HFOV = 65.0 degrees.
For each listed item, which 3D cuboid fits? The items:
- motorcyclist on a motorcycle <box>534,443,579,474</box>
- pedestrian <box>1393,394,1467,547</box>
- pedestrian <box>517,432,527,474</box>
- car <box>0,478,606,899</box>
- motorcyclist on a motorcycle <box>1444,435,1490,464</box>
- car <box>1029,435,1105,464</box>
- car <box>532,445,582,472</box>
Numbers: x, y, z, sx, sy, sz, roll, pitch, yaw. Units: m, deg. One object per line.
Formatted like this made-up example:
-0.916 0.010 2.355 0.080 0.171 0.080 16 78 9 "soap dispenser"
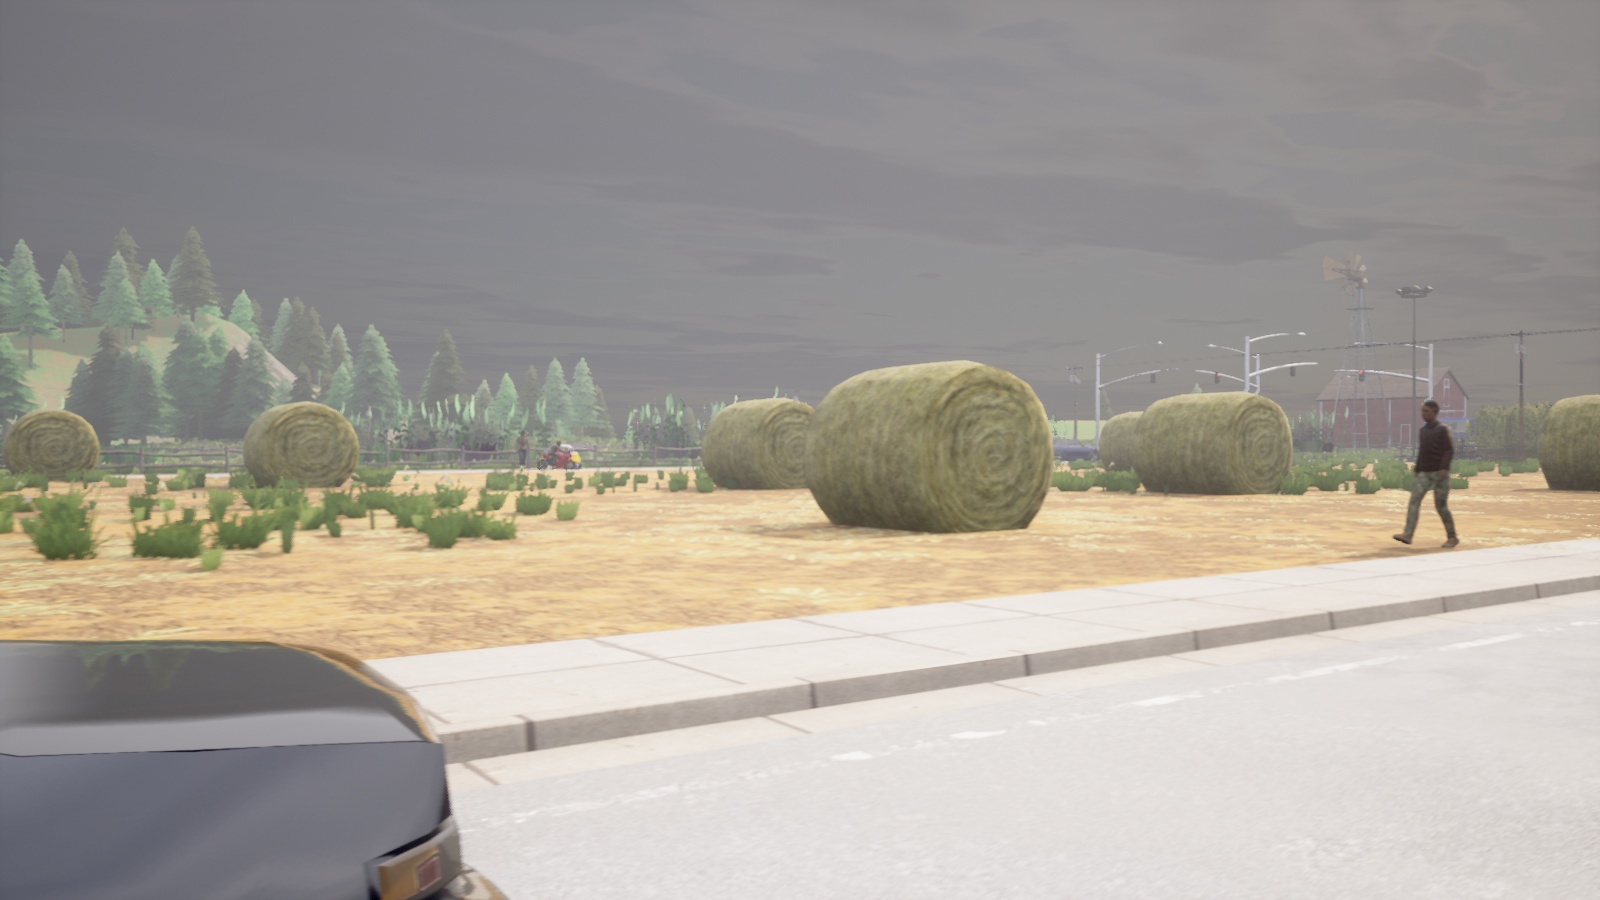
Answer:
-12.116 0.400 62.498 2.044 1.523 0.797 -1 0 -31 "motorcyclist on a motorcycle"
7.732 0.248 15.417 0.703 1.840 0.431 -1 0 -16 "pedestrian"
-11.972 0.128 54.033 0.328 1.805 0.869 -1 0 -16 "pedestrian"
-3.116 0.809 1.484 5.357 1.411 2.033 0 0 -35 "car"
39.529 -0.033 74.453 0.766 1.649 2.350 -1 1 -34 "motorcyclist on a motorcycle"
17.008 -0.040 80.011 4.553 1.767 2.097 -1 0 -31 "car"
-12.785 0.453 66.184 2.207 1.376 1.481 0 0 -31 "car"
